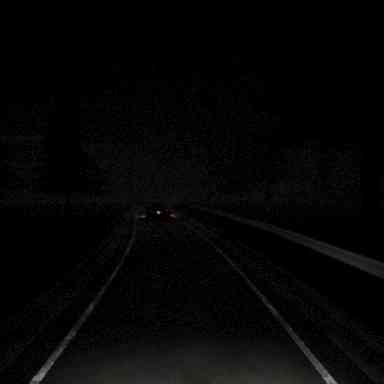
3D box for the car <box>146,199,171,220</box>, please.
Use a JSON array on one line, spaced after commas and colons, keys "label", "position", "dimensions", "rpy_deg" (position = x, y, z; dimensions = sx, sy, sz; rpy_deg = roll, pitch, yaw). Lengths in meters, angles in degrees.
[{"label": "car", "position": [-2.911, 1.588, 28.156], "dimensions": [1.994, 1.385, 4.181], "rpy_deg": [0, 0, -8]}]
